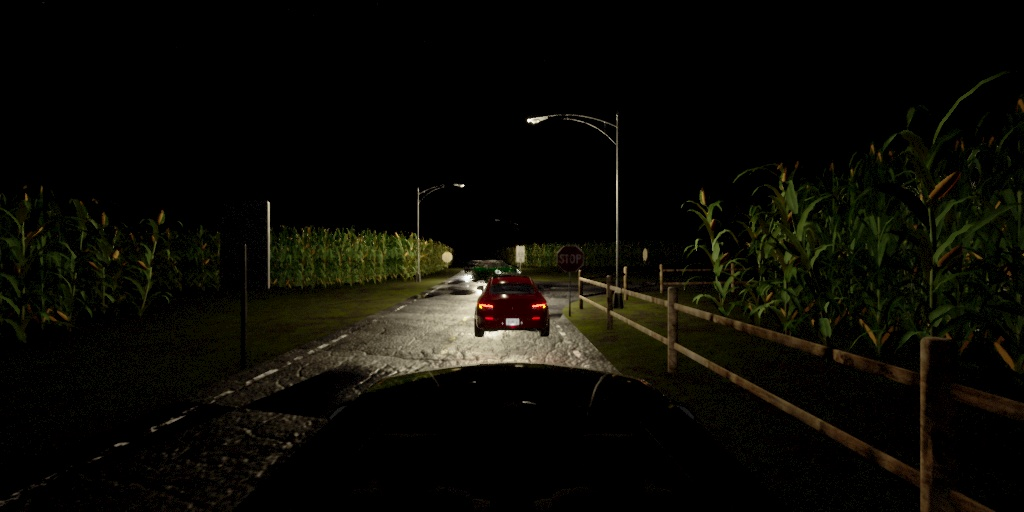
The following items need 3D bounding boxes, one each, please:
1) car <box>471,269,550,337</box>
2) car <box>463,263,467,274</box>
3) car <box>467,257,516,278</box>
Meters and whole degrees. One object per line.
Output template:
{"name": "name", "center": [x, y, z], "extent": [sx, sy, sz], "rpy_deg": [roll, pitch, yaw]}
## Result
{"name": "car", "center": [-0.027, 1.275, 10.141], "extent": [1.812, 1.442, 4.674], "rpy_deg": [0, 0, -1]}
{"name": "car", "center": [-4.463, 1.262, 41.045], "extent": [2.128, 1.511, 4.902], "rpy_deg": [0, 0, -4]}
{"name": "car", "center": [-1.195, 1.083, 25.843], "extent": [2.097, 1.767, 4.553], "rpy_deg": [0, -1, -30]}
